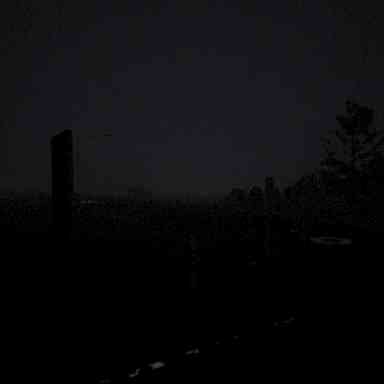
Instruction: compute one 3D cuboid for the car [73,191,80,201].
[{"bbox_3d":[-18.358,0.517,50.044,1.882,1.535,5.008,-1,2,-35],"label":"car"}]
